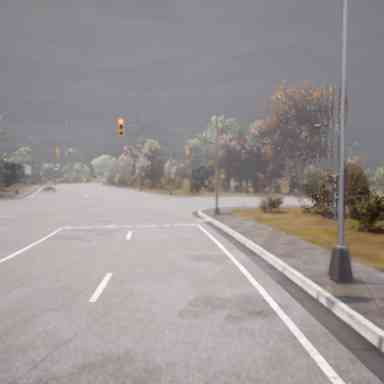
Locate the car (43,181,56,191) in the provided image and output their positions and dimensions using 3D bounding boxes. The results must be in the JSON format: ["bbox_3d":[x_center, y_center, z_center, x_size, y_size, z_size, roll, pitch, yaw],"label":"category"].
[{"bbox_3d":[-26.504,-1.128,61.792,2.097,1.767,4.553,-1,3,-22],"label":"car"}]

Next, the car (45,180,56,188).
[{"bbox_3d":[-32.696,-1.811,76.868,2.097,1.767,4.553,-1,3,-22],"label":"car"}]
